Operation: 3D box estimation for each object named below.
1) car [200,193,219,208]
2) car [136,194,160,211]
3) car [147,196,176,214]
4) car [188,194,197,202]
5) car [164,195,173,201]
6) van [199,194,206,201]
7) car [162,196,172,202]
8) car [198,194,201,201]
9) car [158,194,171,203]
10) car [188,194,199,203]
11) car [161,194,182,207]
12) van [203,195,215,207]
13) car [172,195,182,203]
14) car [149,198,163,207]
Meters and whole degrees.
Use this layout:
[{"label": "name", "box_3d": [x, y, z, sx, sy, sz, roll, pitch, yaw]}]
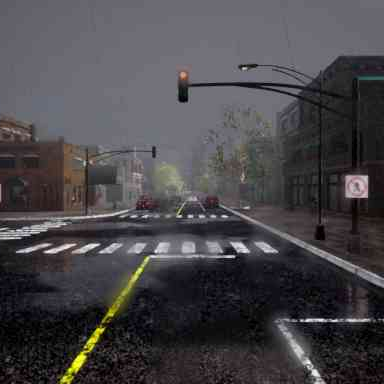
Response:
[{"label": "car", "box_3d": [2.709, 1.304, 46.927, 2.192, 1.841, 5.009, -1, 0, 0]}, {"label": "car", "box_3d": [-5.674, 1.306, 41.386, 2.192, 1.841, 5.009, -1, 0, 0]}, {"label": "car", "box_3d": [-3.153, 1.470, 35.288, 1.882, 1.535, 5.008, 0, 0, 2]}, {"label": "car", "box_3d": [0.039, 1.335, 79.249, 2.097, 1.767, 4.553, 0, 0, 0]}, {"label": "car", "box_3d": [-5.654, 1.525, 80.195, 1.887, 1.381, 4.507, -1, 0, 0]}, {"label": "van", "box_3d": [2.728, 1.319, 85.735, 1.690, 1.788, 3.998, -1, 0, 0]}, {"label": "car", "box_3d": [-5.656, 1.548, 74.650, 1.947, 1.339, 4.313, -1, 0, 0]}, {"label": "car", "box_3d": [2.719, 1.536, 63.559, 2.008, 1.369, 4.403, -1, 0, 0]}, {"label": "car", "box_3d": [-5.661, 1.298, 69.107, 2.192, 1.841, 5.009, -1, 0, 0]}, {"label": "car", "box_3d": [0.131, 1.509, 69.111, 1.812, 1.442, 4.674, 0, 0, 0]}, {"label": "car", "box_3d": [-3.051, 1.481, 49.511, 2.128, 1.511, 4.902, 0, 0, 0]}, {"label": "van", "box_3d": [2.712, 1.329, 52.471, 1.690, 1.788, 3.998, -1, 0, 0]}, {"label": "car", "box_3d": [-2.992, 1.461, 67.261, 1.882, 1.535, 5.008, 0, 0, 0]}, {"label": "car", "box_3d": [-5.667, 1.570, 52.475, 1.802, 1.307, 4.206, -1, 0, 0]}]
